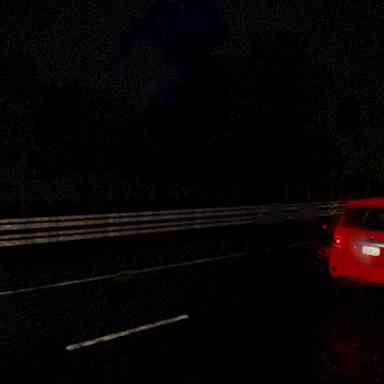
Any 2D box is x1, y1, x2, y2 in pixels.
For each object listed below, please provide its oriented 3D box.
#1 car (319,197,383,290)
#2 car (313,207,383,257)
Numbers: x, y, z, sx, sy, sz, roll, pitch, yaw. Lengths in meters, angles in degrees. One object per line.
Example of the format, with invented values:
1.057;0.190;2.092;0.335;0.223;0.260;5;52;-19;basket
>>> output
5.455;1.122;7.625;5.566;2.045;2.150;-1;1;-35;car
6.847;1.401;12.909;4.181;1.385;1.994;-1;1;-35;car
